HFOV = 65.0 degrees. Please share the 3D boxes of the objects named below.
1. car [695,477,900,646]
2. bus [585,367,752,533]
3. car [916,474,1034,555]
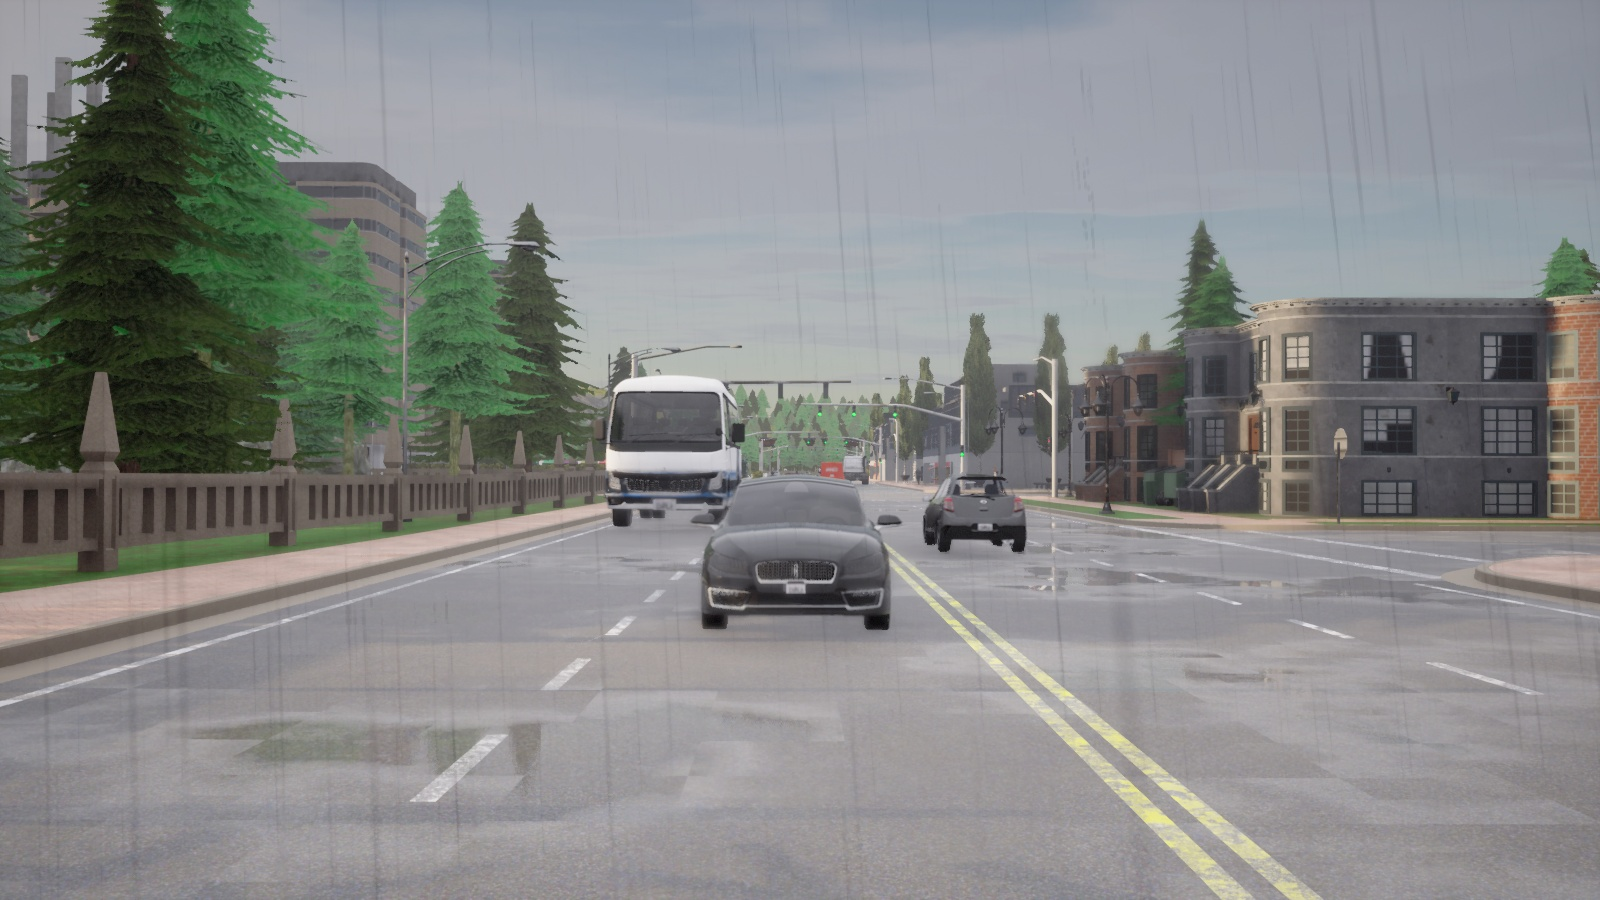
[{"bbox_3d":[-0.032,1.050,13.749,1.837,1.490,4.892,0,-1,0],"label":"car"},{"bbox_3d":[-3.593,0.082,37.583,3.944,4.253,10.273,0,-1,0],"label":"bus"},{"bbox_3d":[3.441,1.238,25.258,1.845,1.501,3.633,0,-1,0],"label":"car"}]
